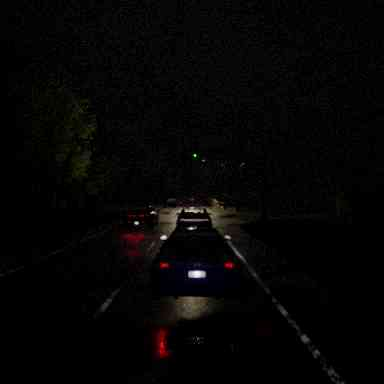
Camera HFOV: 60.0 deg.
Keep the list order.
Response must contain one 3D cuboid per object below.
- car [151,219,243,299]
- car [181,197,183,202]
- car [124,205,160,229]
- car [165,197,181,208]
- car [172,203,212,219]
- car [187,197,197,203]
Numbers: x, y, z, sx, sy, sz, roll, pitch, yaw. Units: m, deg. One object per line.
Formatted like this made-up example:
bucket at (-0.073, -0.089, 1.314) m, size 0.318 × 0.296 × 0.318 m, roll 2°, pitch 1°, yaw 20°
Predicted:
car at (0.098, 1.619, 8.628) m, size 1.994 × 1.385 × 4.181 m, roll 0°, pitch 0°, yaw 0°
car at (-3.494, 2.074, 91.471) m, size 2.128 × 1.511 × 4.902 m, roll 0°, pitch 0°, yaw 0°
car at (-3.396, 1.648, 22.797) m, size 1.837 × 1.490 × 4.892 m, roll 0°, pitch 0°, yaw 0°
car at (-3.396, 1.824, 54.148) m, size 2.128 × 1.511 × 4.902 m, roll 0°, pitch 0°, yaw 0°
car at (0.116, 1.611, 18.850) m, size 2.128 × 1.511 × 4.902 m, roll 0°, pitch 0°, yaw 0°
car at (0.011, 1.805, 74.317) m, size 2.097 × 1.767 × 4.553 m, roll 0°, pitch 0°, yaw 0°
